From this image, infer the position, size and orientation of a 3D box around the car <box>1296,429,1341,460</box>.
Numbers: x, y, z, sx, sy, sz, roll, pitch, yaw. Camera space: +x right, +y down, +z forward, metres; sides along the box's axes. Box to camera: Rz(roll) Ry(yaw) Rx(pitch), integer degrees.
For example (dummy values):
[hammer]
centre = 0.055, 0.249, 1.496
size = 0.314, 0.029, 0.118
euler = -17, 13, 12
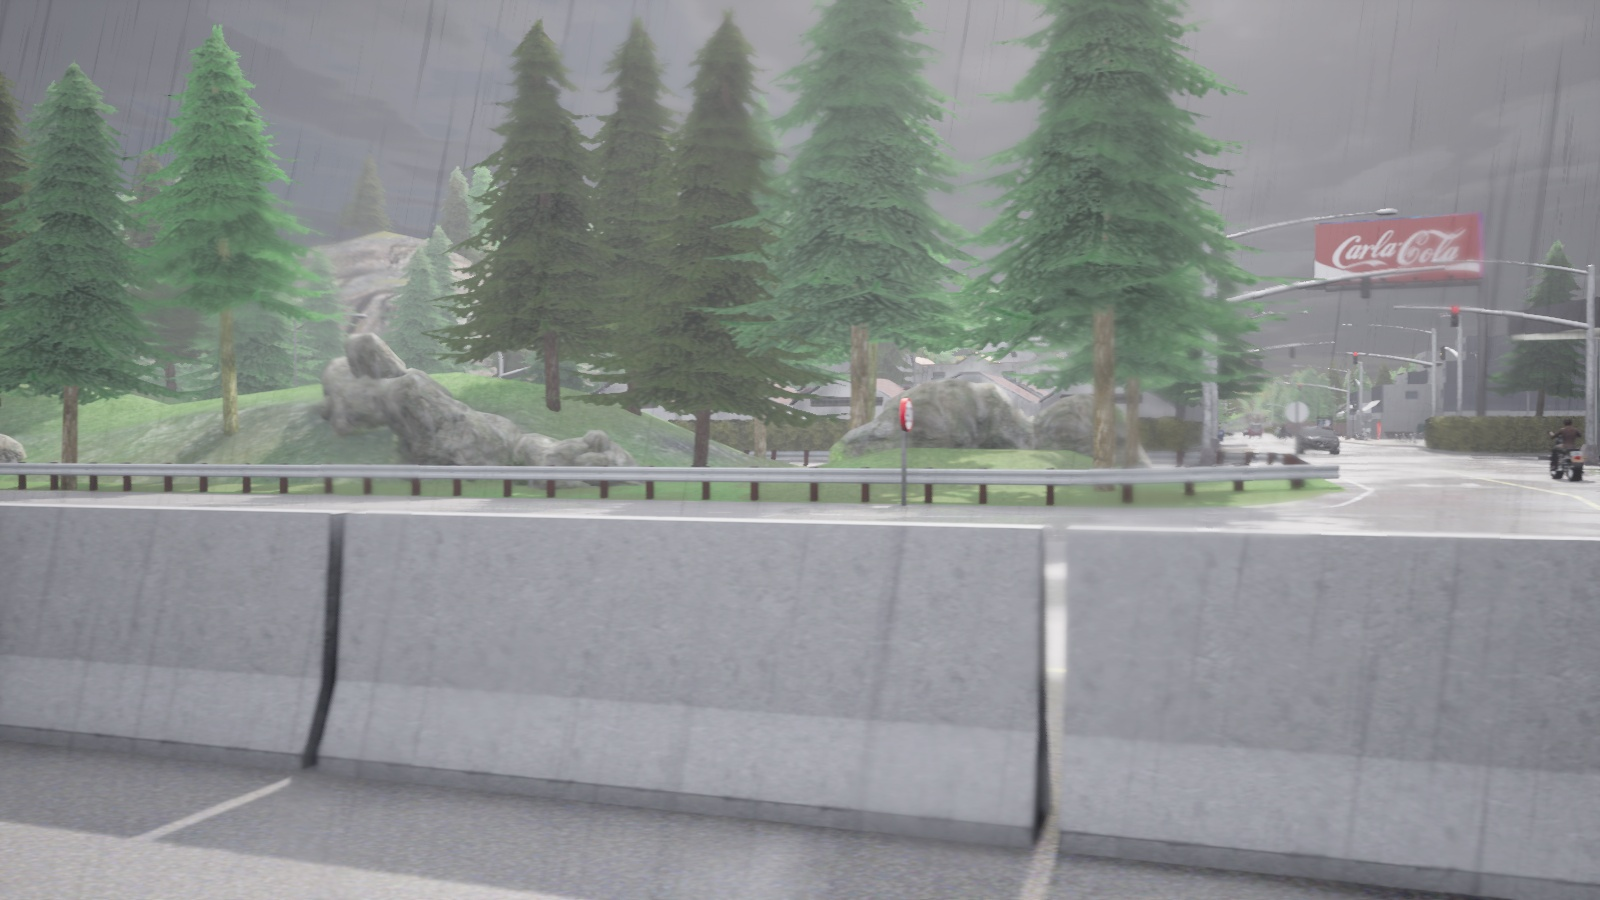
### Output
[car]
centre = 26.987, -0.301, 65.509
size = 1.837, 1.490, 4.892
euler = 1, 2, 19

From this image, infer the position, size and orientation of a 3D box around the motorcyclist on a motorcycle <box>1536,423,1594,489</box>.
[motorcyclist on a motorcycle]
centre = 19.671, 0.137, 32.337
size = 0.766, 1.649, 2.350
euler = 1, 1, 18
